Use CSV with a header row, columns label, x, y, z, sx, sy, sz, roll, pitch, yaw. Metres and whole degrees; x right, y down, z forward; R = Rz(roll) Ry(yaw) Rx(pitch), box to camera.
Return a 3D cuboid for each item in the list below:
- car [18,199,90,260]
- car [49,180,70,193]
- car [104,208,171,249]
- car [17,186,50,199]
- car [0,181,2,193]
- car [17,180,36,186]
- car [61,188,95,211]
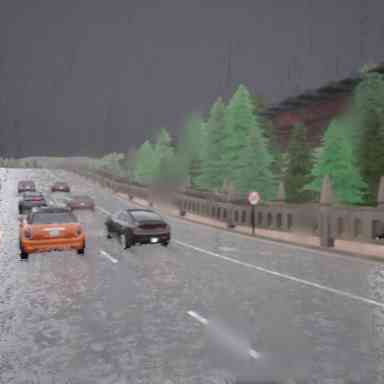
label,x,y,z,sx,sy,sz,roll,pitch,yaw
car,-5.605,1.357,13.057,2.097,1.767,4.553,0,1,-28
car,-15.974,-0.749,40.063,1.994,1.385,4.181,0,7,-28
car,-2.544,1.493,14.755,1.837,1.490,4.892,0,2,-28
car,-12.554,0.698,26.148,2.128,1.511,4.902,0,5,-27
car,-22.114,-0.767,36.693,2.128,1.511,4.902,0,7,-28
car,-18.927,-0.708,38.151,2.033,1.411,5.357,0,7,-28
car,-9.452,0.752,27.772,1.994,1.385,4.181,0,5,-27
